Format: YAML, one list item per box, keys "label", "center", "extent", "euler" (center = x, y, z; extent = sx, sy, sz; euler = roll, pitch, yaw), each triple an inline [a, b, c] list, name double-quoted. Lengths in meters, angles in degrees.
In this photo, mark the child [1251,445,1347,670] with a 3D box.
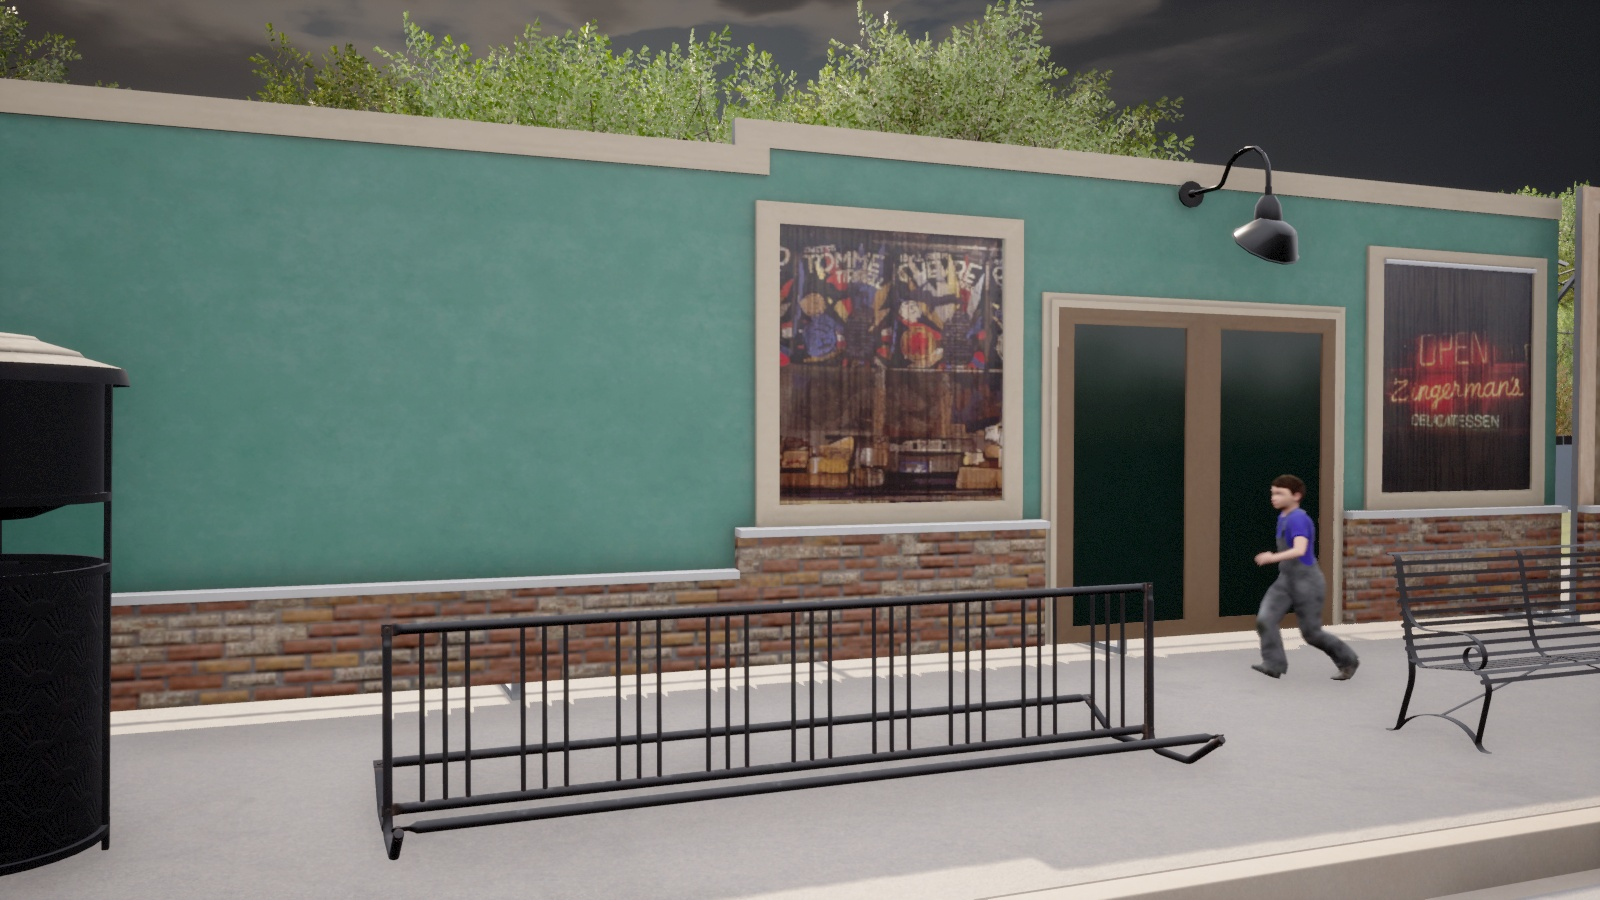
- label: "child"
  center: [2.883, 0.608, 7.259]
  extent: [0.437, 1.263, 0.270]
  euler: [-1, 1, -12]
